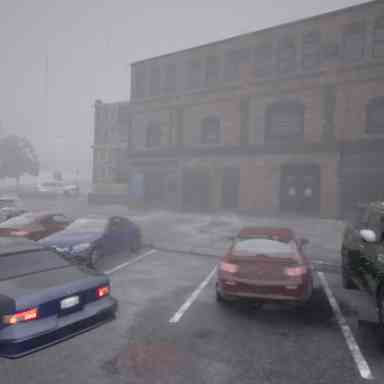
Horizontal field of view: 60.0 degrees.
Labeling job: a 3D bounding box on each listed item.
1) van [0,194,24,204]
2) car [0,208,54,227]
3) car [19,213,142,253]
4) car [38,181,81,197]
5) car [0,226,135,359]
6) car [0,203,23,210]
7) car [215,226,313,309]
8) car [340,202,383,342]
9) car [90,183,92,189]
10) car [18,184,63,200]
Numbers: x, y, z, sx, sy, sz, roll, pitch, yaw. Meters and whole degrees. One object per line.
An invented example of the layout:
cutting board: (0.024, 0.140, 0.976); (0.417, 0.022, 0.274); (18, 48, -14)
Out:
van: (-10.765, 1.227, 16.228); (1.878, 1.987, 4.442); (1, -1, 13)
car: (-5.722, 1.502, 12.984); (2.002, 1.452, 4.674); (0, -1, 14)
car: (-3.217, 1.507, 11.290); (2.002, 1.452, 4.674); (1, -1, 14)
car: (-17.351, -0.415, 43.058); (5.566, 2.045, 2.435); (1, 6, 8)
car: (-3.714, 1.539, 5.937); (5.357, 1.411, 2.033); (0, 0, 35)
car: (-8.221, 1.460, 14.677); (2.231, 1.521, 4.892); (1, -1, 13)
car: (1.742, 1.515, 7.846); (2.002, 1.452, 4.674); (0, -1, 15)
car: (4.215, 1.227, 6.078); (2.435, 2.045, 5.566); (1, -1, 15)
car: (-13.201, -1.027, 51.085); (4.892, 1.521, 2.231); (1, 6, 8)
car: (-18.764, 0.163, 40.421); (4.674, 1.452, 2.002); (1, 6, 7)
